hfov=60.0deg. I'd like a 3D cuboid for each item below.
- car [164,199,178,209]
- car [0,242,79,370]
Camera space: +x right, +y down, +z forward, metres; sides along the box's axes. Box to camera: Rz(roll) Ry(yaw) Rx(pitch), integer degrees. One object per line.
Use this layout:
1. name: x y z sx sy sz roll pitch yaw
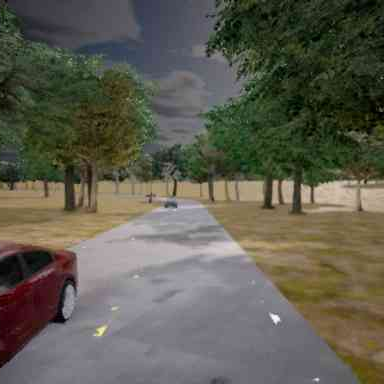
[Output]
1. car: -3.052 1.669 48.596 2.033 1.411 5.357 0 0 0
2. car: -3.097 1.492 4.398 1.882 1.535 5.008 0 0 0
